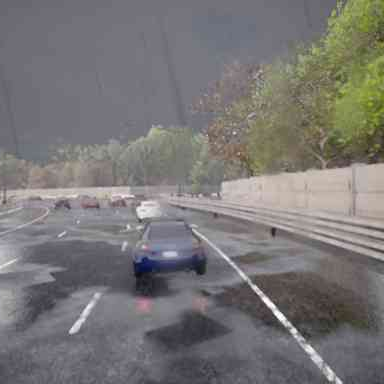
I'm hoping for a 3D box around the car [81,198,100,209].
[{"bbox_3d":[-13.637,1.492,44.538,1.994,1.385,4.181,-1,1,-25],"label":"car"}]

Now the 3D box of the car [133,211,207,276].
[{"bbox_3d":[-0.761,1.516,10.310,1.994,1.385,4.181,-1,1,-6],"label":"car"}]

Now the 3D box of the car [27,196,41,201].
[{"bbox_3d":[-40.584,1.655,85.658,4.674,1.442,1.812,-1,1,39],"label":"car"}]

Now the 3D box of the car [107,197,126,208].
[{"bbox_3d":[-10.443,1.378,45.984,1.812,1.442,4.674,-1,0,-24],"label":"car"}]

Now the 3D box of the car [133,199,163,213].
[{"bbox_3d":[-3.229,1.404,25.137,1.812,1.442,4.674,-1,1,-12],"label":"car"}]

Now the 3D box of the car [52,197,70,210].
[{"bbox_3d":[-17.528,1.510,44.636,1.837,1.490,4.892,-1,0,-25],"label":"car"}]

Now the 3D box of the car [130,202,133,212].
[{"bbox_3d":[-5.317,1.392,34.439,2.033,1.411,5.357,-1,1,-13],"label":"car"}]
